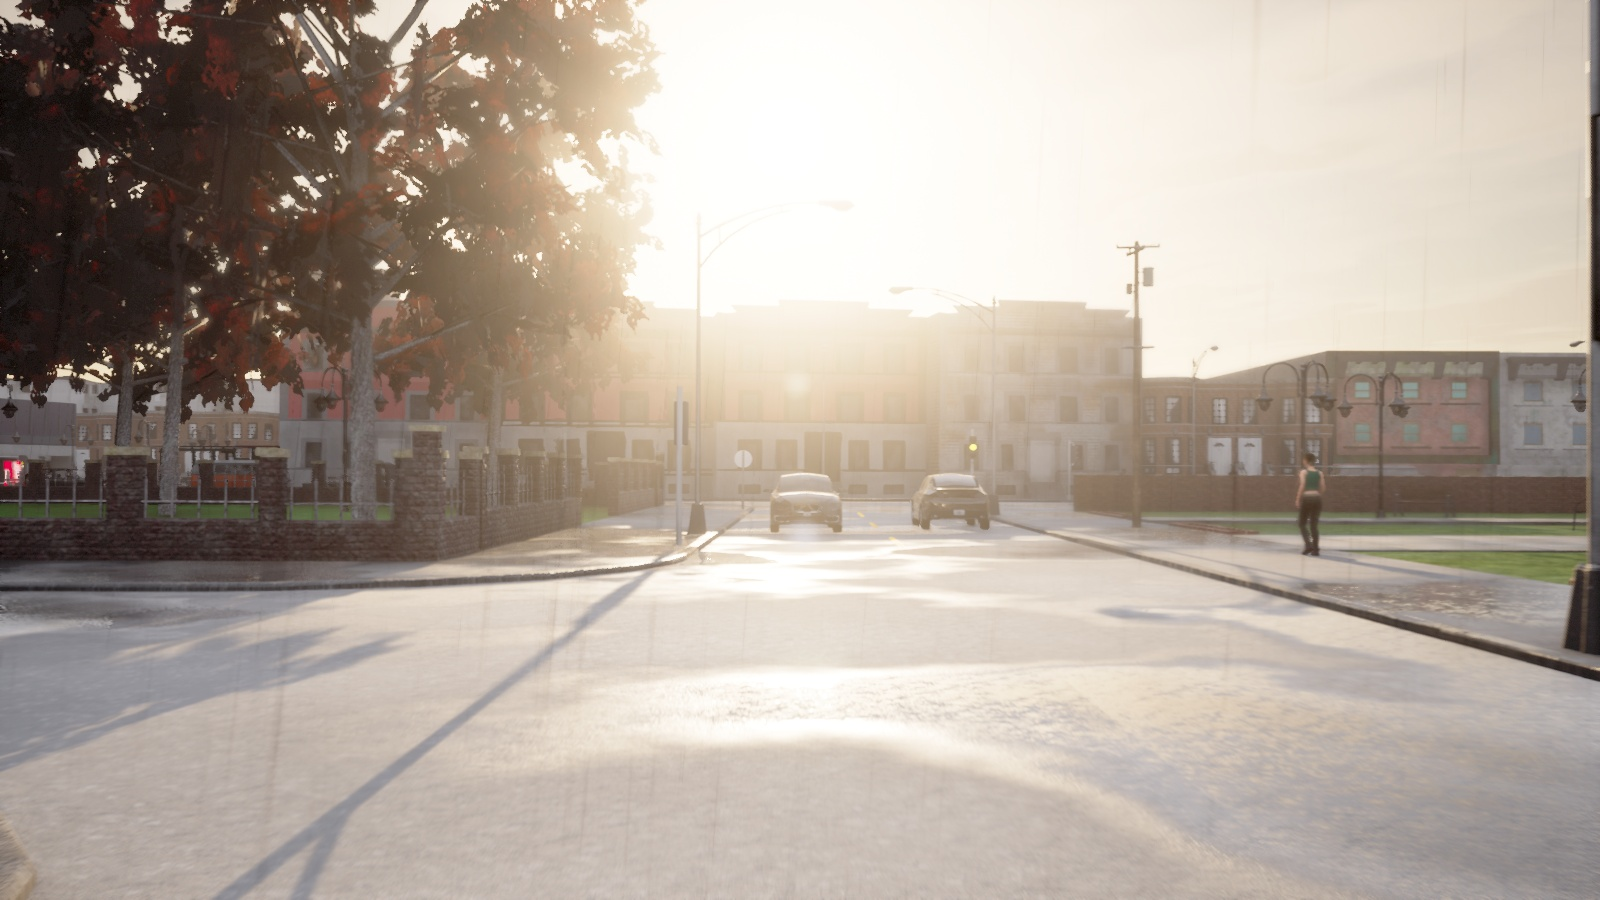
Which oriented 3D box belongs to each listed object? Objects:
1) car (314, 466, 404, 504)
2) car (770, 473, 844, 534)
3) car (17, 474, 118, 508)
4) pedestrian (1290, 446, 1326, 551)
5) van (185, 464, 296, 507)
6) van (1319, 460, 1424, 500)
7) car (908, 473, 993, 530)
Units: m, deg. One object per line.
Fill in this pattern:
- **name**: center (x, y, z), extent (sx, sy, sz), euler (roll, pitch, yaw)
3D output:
- **car**: center (-22.174, 1.760, 63.305), extent (3.866, 1.878, 1.905), euler (0, -1, 0)
- **car**: center (0.112, 1.381, 33.578), extent (1.837, 1.490, 4.892), euler (0, -1, -1)
- **car**: center (-34.603, 1.928, 59.360), extent (3.705, 1.549, 1.789), euler (0, -1, 0)
- **pedestrian**: center (9.016, 0.860, 22.298), extent (0.345, 1.836, 0.594), euler (0, -1, -5)
- **van**: center (-26.375, 1.668, 59.326), extent (4.442, 1.987, 1.775), euler (0, -1, 0)
- **van**: center (28.660, 1.507, 63.064), extent (4.442, 1.987, 1.775), euler (0, -1, 0)
- **car**: center (4.195, 1.399, 35.617), extent (1.837, 1.490, 4.892), euler (0, -1, 0)
